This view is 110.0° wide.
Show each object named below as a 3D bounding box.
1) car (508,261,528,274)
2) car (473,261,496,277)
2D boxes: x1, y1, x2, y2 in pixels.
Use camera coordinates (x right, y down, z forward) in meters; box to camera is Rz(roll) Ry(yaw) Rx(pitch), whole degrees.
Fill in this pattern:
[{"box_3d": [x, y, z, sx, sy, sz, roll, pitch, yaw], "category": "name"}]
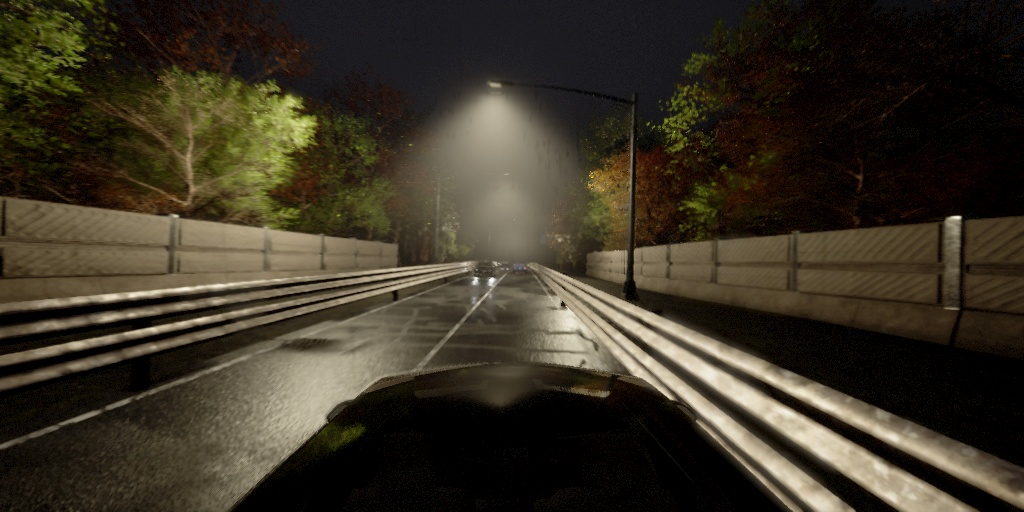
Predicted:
[{"box_3d": [0.989, 1.454, 44.212, 2.033, 1.411, 5.357, 2, 0, 1], "category": "car"}, {"box_3d": [-2.577, 1.246, 35.029, 1.837, 1.490, 4.892, 2, -1, 2], "category": "car"}]
